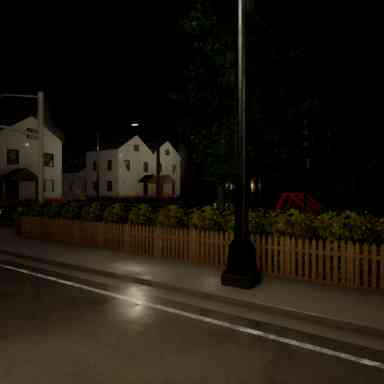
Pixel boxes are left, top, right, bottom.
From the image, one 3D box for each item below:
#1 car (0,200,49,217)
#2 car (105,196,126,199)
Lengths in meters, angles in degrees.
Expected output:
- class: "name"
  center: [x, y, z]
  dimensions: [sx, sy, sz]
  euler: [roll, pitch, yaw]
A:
- class: "car"
  center: [-15.048, 1.490, 30.648]
  dimensions: [2.128, 1.511, 4.902]
  euler: [0, 0, 35]
- class: "car"
  center: [-9.400, 1.350, 38.817]
  dimensions: [2.097, 1.767, 4.553]
  euler: [0, 0, 35]
